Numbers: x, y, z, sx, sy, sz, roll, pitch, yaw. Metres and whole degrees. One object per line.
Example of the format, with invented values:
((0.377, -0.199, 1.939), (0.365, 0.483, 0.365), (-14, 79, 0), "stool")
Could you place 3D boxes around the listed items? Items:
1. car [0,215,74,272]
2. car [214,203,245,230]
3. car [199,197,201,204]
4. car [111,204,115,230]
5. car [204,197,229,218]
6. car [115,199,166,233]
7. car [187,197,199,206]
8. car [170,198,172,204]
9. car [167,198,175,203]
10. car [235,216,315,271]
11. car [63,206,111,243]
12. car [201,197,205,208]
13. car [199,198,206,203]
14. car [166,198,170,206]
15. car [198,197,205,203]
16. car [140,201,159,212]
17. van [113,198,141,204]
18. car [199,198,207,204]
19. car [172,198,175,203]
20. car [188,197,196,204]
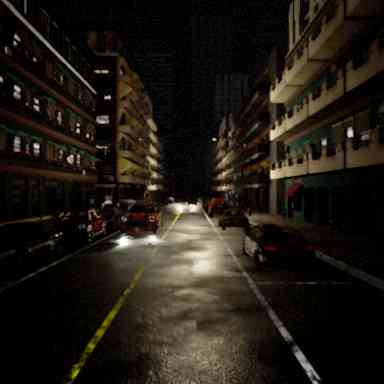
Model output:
((-5.655, 1.669, 10.988), (1.802, 1.307, 4.206), (-1, 0, 0), "car")
((2.703, 1.702, 22.324), (1.752, 1.417, 4.829), (-1, 0, 0), "car")
((2.735, 1.757, 55.767), (2.192, 1.841, 5.009), (-1, 0, 0), "car")
((-5.644, 1.726, 22.191), (2.008, 1.369, 4.403), (-1, 0, 0), "car")
((2.712, 1.579, 33.360), (2.192, 1.841, 5.009), (-1, 0, 0), "car")
((-3.036, 1.514, 20.686), (2.097, 1.767, 4.553), (0, 0, 0), "car")
((0.070, 2.036, 67.359), (1.837, 1.490, 4.892), (0, 0, 0), "car")
((-5.630, 2.113, 67.006), (1.802, 1.307, 4.206), (-1, 0, 0), "car")
((-5.607, 2.260, 89.414), (2.008, 1.369, 4.403), (-1, 0, 0), "car")
((2.692, 1.669, 10.950), (1.802, 1.307, 4.206), (-1, 0, 0), "car")
((-5.651, 1.571, 16.590), (1.967, 1.590, 4.097), (-1, 0, 0), "car")
((2.723, 1.668, 44.564), (2.192, 1.841, 5.009), (-1, 0, 0), "car")
((2.773, 2.276, 89.376), (1.947, 1.339, 4.313), (-1, 0, 0), "car")
((-5.636, 2.068, 61.404), (1.802, 1.307, 4.206), (-1, 0, 0), "car")
((2.778, 2.195, 94.979), (1.967, 1.590, 4.097), (-1, 0, 0), "car")
((-5.661, 1.903, 44.599), (2.008, 1.369, 4.403), (-1, 0, 0), "car")
((-5.641, 1.560, 27.795), (1.690, 1.788, 3.998), (-1, 0, 0), "van")
((2.767, 2.192, 83.945), (1.752, 1.417, 4.829), (-1, 0, 0), "car")
((-5.618, 2.171, 78.211), (2.008, 1.369, 4.403), (-1, 0, 0), "car")
((0.081, 2.017, 77.596), (1.837, 1.490, 4.892), (0, 0, 0), "car")
